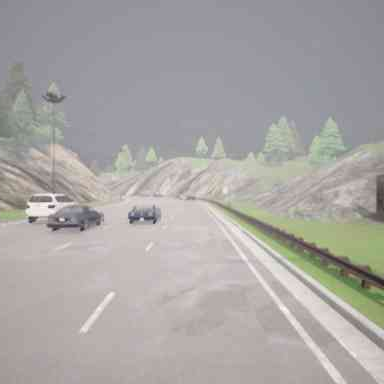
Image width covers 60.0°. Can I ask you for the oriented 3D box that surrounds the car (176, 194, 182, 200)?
[{"bbox_3d":[-2.189,1.215,85.655,1.801,1.575,5.366,0,0,-12],"label":"car"}]

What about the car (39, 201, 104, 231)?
[{"bbox_3d":[-6.836,1.491,20.010,2.033,1.411,5.357,0,0,0],"label":"car"}]

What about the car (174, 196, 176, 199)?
[{"bbox_3d":[-3.578,1.248,91.425,1.837,1.490,4.892,0,0,-15],"label":"car"}]

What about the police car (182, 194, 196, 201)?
[{"bbox_3d":[-0.378,1.213,75.529,1.930,1.638,5.238,0,0,-8],"label":"police car"}]

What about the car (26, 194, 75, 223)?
[{"bbox_3d":[-10.339,1.150,25.049,2.150,2.045,5.566,0,0,0],"label":"car"}]

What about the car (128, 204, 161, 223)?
[{"bbox_3d":[-3.337,1.532,24.323,1.895,1.301,4.718,0,0,0],"label":"car"}]
